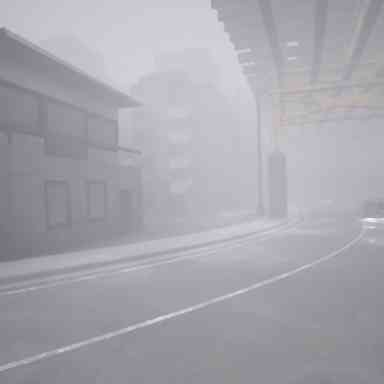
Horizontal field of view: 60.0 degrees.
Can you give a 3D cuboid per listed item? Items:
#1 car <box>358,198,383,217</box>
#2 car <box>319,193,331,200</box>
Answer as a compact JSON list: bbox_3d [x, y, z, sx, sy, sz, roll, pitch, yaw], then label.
[{"bbox_3d":[14.173,1.189,25.692,1.994,1.385,4.181,-1,0,18],"label":"car"},{"bbox_3d":[26.066,0.848,65.355,1.895,1.301,4.718,-1,0,16],"label":"car"}]
